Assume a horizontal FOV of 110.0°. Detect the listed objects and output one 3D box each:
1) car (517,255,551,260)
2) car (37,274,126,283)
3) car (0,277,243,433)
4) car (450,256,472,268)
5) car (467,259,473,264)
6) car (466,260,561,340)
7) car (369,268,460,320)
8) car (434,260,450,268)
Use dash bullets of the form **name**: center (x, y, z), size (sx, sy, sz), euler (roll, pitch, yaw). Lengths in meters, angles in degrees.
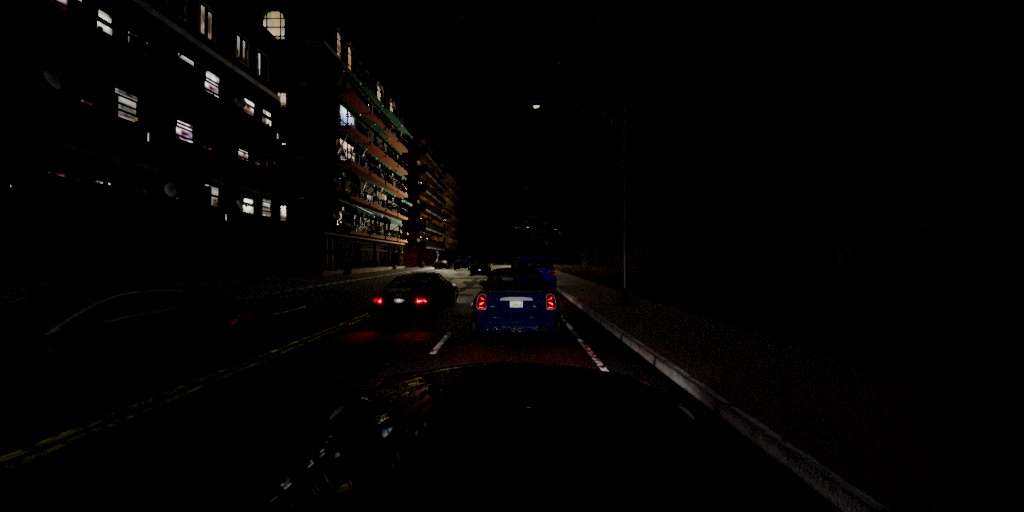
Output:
- **car**: center (1.137, 0.977, 19.747), size (2.150, 2.045, 5.566), euler (0, 0, 0)
- **car**: center (-9.850, 1.229, 8.119), size (1.882, 1.535, 5.008), euler (0, 0, 0)
- **car**: center (-6.603, 1.242, 5.519), size (2.128, 1.511, 4.902), euler (0, 0, 0)
- **car**: center (-6.596, 0.972, 48.793), size (2.150, 2.045, 5.566), euler (0, 0, 0)
- **car**: center (-3.149, 1.317, 36.994), size (1.994, 1.385, 4.181), euler (0, 0, 0)
- **car**: center (0.098, 1.103, 10.172), size (2.097, 1.767, 4.553), euler (0, 0, 0)
- **car**: center (-3.151, 1.299, 12.512), size (2.033, 1.411, 5.357), euler (0, 0, 0)
- **car**: center (-9.842, 1.315, 51.284), size (1.994, 1.385, 4.181), euler (0, 0, 0)
